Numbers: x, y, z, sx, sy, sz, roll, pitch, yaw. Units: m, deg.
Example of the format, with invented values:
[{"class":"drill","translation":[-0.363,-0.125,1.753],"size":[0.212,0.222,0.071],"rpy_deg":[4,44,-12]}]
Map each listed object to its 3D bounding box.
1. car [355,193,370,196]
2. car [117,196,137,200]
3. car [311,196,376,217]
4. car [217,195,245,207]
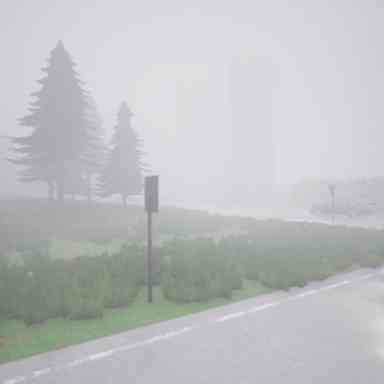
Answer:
[{"class":"car","translation":[16.847,1.088,32.740],"size":[1.905,1.878,3.866],"rpy_deg":[0,0,24]},{"class":"car","translation":[-14.048,1.289,71.971],"size":[4.181,1.381,1.994],"rpy_deg":[0,0,-36]},{"class":"car","translation":[11.630,1.252,25.900],"size":[2.128,1.511,4.902],"rpy_deg":[0,0,-37]},{"class":"car","translation":[5.264,1.222,45.197],"size":[3.988,1.617,1.851],"rpy_deg":[0,0,-36]}]
